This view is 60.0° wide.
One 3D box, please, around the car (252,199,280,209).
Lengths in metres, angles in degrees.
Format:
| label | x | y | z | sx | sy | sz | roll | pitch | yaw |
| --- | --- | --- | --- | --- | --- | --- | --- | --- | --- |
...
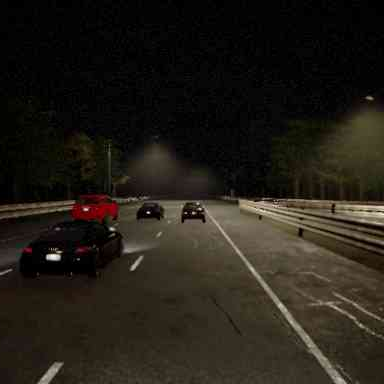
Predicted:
| label | x | y | z | sx | sy | sz | roll | pitch | yaw |
| --- | --- | --- | --- | --- | --- | --- | --- | --- | --- |
| car | 9.735 | 1.654 | 43.904 | 1.994 | 1.385 | 4.181 | 0 | 0 | -22 |

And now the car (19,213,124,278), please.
| label | x | y | z | sx | sy | sz | roll | pitch | yaw |
| --- | --- | --- | --- | --- | --- | --- | --- | --- | --- |
| car | -3.401 | 1.570 | 10.168 | 1.994 | 1.385 | 4.181 | 0 | 0 | 0 |

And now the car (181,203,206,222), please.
| label | x | y | z | sx | sy | sz | roll | pitch | yaw |
| --- | --- | --- | --- | --- | --- | --- | --- | --- | --- |
| car | 0.100 | 1.564 | 26.396 | 2.033 | 1.411 | 5.357 | 0 | 0 | 0 |

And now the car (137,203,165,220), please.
| label | x | y | z | sx | sy | sz | roll | pitch | yaw |
| --- | --- | --- | --- | --- | --- | --- | --- | --- | --- |
| car | -3.398 | 1.582 | 27.956 | 1.994 | 1.385 | 4.181 | 0 | 0 | 0 |

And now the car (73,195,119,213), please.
| label | x | y | z | sx | sy | sz | roll | pitch | yaw |
| --- | --- | --- | --- | --- | --- | --- | --- | --- | --- |
| car | -6.899 | 1.237 | 24.328 | 2.150 | 2.045 | 5.566 | 0 | 0 | 0 |
